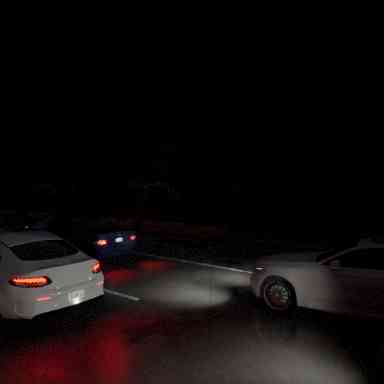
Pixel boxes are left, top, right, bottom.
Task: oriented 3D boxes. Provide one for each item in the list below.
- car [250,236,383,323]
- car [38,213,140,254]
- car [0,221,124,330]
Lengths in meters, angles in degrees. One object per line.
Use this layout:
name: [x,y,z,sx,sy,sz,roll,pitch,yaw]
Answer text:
car: [3.332,1.524,5.915,4.674,1.442,1.812,0,0,36]
car: [-4.196,1.429,11.335,5.357,1.411,2.033,1,1,36]
car: [-3.720,1.455,6.676,4.674,1.442,1.812,1,1,36]
